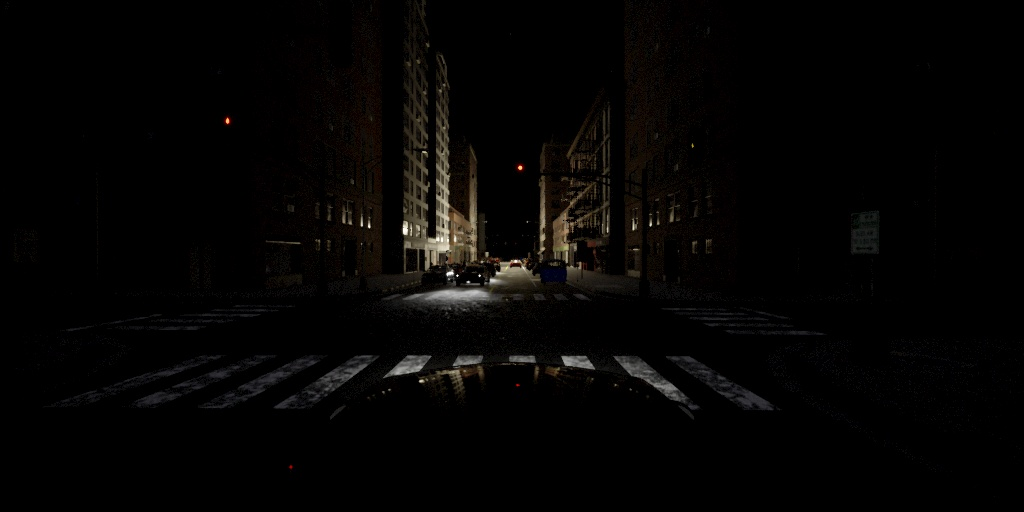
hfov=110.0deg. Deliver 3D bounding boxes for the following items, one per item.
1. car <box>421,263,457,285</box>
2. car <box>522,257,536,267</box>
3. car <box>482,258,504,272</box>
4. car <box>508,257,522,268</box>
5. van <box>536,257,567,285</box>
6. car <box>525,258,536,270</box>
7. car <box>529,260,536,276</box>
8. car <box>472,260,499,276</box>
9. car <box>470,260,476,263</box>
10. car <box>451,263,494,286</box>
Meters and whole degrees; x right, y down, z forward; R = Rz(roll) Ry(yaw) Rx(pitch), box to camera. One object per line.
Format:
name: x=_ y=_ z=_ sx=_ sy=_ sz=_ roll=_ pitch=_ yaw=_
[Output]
car: x=-5.179 y=1.299 z=25.427 sx=2.007 sy=1.370 sz=4.403 roll=0 pitch=0 yaw=1
car: x=3.103 y=1.054 z=53.769 sx=2.192 sy=1.841 sz=5.009 roll=0 pitch=0 yaw=1
car: x=-2.452 y=1.309 z=45.199 sx=1.994 sy=1.385 sz=4.181 roll=0 pitch=0 yaw=1
car: x=0.618 y=1.336 z=59.045 sx=1.895 sy=1.301 sz=4.718 roll=0 pitch=0 yaw=1
van: x=2.846 y=1.089 z=25.363 sx=1.690 sy=1.789 sz=3.998 roll=0 pitch=0 yaw=1
car: x=3.052 y=1.325 z=48.087 sx=1.802 sy=1.307 sz=4.207 roll=0 pitch=0 yaw=1
car: x=2.949 y=1.330 z=36.725 sx=1.802 sy=1.307 sz=4.207 roll=0 pitch=0 yaw=1
car: x=-2.549 y=1.349 z=35.146 sx=1.895 sy=1.301 sz=4.718 roll=0 pitch=0 yaw=1
car: x=-4.975 y=1.269 z=47.984 sx=1.751 sy=1.417 sz=4.829 roll=0 pitch=0 yaw=1
car: x=-2.652 y=1.349 z=25.134 sx=1.895 sy=1.301 sz=4.718 roll=0 pitch=0 yaw=4
